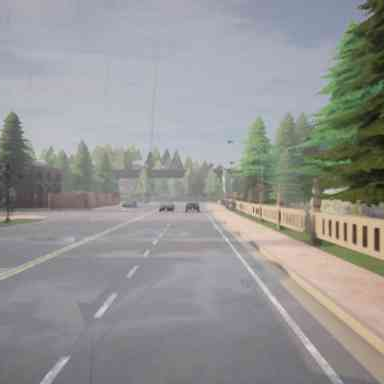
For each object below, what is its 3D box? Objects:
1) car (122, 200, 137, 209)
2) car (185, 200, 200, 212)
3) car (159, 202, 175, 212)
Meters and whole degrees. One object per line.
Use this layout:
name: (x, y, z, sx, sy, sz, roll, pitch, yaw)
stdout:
car: (-10.545, 2.078, 56.768, 2.033, 1.411, 5.357, 0, -1, 1)
car: (0.094, 1.939, 46.330, 1.837, 1.490, 4.892, 0, 0, 0)
car: (-3.401, 2.033, 46.160, 1.895, 1.301, 4.718, 0, -1, 0)
